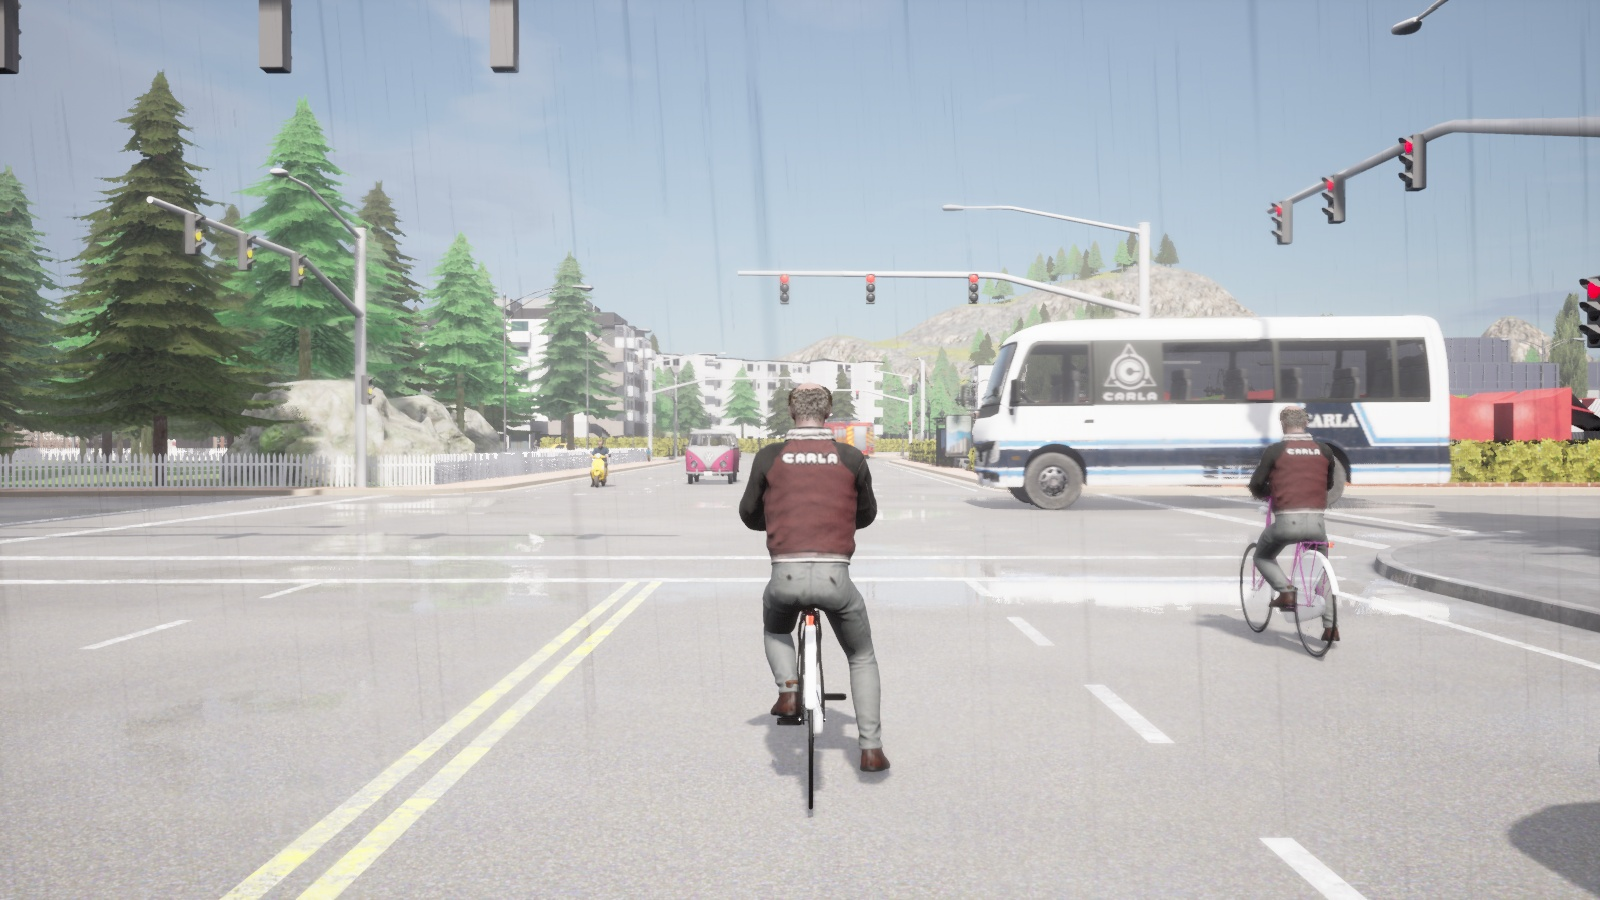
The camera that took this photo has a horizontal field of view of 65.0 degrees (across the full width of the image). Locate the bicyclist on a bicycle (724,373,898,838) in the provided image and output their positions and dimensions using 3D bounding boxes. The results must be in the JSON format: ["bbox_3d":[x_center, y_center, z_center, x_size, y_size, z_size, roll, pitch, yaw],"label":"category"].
[{"bbox_3d":[0.046,0.585,5.708,0.659,1.776,1.843,0,1,0],"label":"bicyclist on a bicycle"}]

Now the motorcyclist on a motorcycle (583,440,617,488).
[{"bbox_3d":[-6.760,0.454,42.533,0.866,1.590,1.817,0,0,0],"label":"motorcyclist on a motorcycle"}]

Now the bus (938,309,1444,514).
[{"bbox_3d":[8.471,-0.820,28.551,10.273,4.253,3.944,0,0,2],"label":"bus"}]

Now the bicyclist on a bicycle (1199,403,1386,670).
[{"bbox_3d":[3.564,0.568,9.269,0.659,1.776,1.843,0,1,0],"label":"bicyclist on a bicycle"}]

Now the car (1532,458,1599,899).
[{"bbox_3d":[3.526,0.763,2.164,1.812,1.442,4.674,0,0,0],"label":"car"}]

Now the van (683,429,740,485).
[{"bbox_3d":[-3.237,0.233,46.760,1.775,1.987,4.442,0,0,0],"label":"van"}]
